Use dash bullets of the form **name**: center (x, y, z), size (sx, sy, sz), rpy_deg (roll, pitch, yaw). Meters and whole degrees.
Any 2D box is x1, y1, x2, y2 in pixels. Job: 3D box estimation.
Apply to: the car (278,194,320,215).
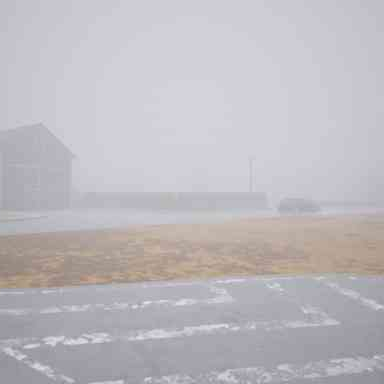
- **car**: center (11.122, 1.363, 34.394), size (4.553, 1.767, 2.097), rpy_deg (0, 0, -31)
